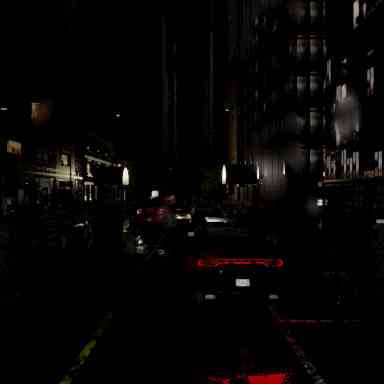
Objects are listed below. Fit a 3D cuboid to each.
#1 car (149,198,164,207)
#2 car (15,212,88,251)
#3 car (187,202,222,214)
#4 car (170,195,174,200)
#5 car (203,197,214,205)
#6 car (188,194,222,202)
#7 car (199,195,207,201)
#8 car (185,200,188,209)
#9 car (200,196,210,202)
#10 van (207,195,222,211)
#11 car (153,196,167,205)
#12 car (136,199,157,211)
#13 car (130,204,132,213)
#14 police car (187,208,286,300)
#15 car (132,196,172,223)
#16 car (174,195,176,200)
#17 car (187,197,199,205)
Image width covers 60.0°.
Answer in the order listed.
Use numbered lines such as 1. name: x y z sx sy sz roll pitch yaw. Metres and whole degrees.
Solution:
1. car: -5.583 1.580 52.589 1.947 1.339 4.313 0 0 0
2. car: -5.665 1.550 13.921 2.008 1.369 4.403 0 0 0
3. car: 0.816 1.504 18.452 1.837 1.490 4.892 0 0 0
4. car: -5.537 1.611 74.686 1.802 1.307 4.206 0 0 0
5. car: 2.808 1.543 58.269 1.752 1.417 4.829 0 0 0
6. car: 0.951 1.225 24.481 2.150 2.045 5.566 0 0 0
7. car: 2.866 1.564 85.890 1.752 1.417 4.829 0 0 0
8. car: 0.112 1.514 45.710 1.837 1.490 4.892 0 0 0
9. car: 2.843 1.580 74.672 2.008 1.369 4.403 0 0 0
10. van: 2.771 1.348 41.527 1.690 1.788 3.998 0 0 0
11. car: -5.572 1.457 58.114 1.967 1.590 4.097 0 0 0
12. car: -5.607 1.551 41.541 1.887 1.381 4.507 0 0 0
13. car: -5.619 1.555 36.017 2.008 1.369 4.403 0 0 0
14. police car: 0.918 1.425 8.562 1.930 1.638 5.238 0 0 0
15. car: -2.948 1.352 25.397 2.097 1.767 4.553 0 0 0
16. car: -5.503 1.483 91.259 1.967 1.590 4.097 0 0 0
17. car: 0.124 1.582 58.899 1.994 1.385 4.181 0 0 0
